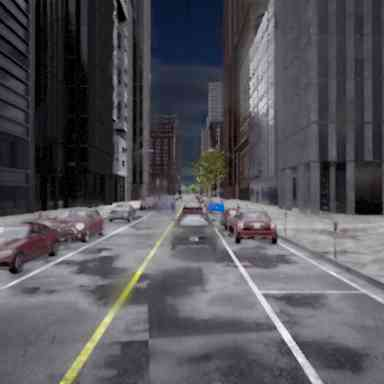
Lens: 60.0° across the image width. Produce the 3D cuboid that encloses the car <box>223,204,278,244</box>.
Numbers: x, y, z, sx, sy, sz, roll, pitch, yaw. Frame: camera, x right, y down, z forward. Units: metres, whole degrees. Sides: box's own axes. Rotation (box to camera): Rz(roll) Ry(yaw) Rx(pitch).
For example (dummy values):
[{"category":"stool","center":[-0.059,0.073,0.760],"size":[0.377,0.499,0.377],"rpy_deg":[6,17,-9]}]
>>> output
[{"category":"car","center":[2.842,1.543,16.432],"size":[1.967,1.590,4.097],"rpy_deg":[0,0,0]}]

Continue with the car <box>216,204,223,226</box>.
[{"category":"car","center":[2.836,1.718,22.072],"size":[1.802,1.307,4.206],"rpy_deg":[0,0,0]}]

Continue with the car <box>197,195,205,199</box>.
[{"category":"car","center":[2.787,1.814,72.832],"size":[1.967,1.590,4.097],"rpy_deg":[0,0,0]}]

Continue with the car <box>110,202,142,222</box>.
[{"category":"car","center":[-5.695,1.720,27.726],"size":[2.008,1.369,4.403],"rpy_deg":[0,0,0]}]

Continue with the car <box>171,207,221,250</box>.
[{"category":"car","center":[0.080,1.618,14.787],"size":[1.812,1.442,4.674],"rpy_deg":[0,0,0]}]

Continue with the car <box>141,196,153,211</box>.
[{"category":"car","center":[-5.710,1.570,44.646],"size":[2.192,1.841,5.009],"rpy_deg":[0,0,0]}]

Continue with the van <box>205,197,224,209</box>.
[{"category":"van","center":[2.821,1.571,38.992],"size":[1.690,1.788,3.998],"rpy_deg":[0,0,0]}]

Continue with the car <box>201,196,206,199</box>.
[{"category":"car","center":[2.811,1.828,56.116],"size":[1.752,1.417,4.829],"rpy_deg":[0,0,1]}]

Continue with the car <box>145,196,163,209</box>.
[{"category":"car","center":[-5.716,1.595,50.286],"size":[2.192,1.841,5.009],"rpy_deg":[0,0,0]}]

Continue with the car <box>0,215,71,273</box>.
[{"category":"car","center":[-5.679,1.649,10.808],"size":[1.802,1.307,4.206],"rpy_deg":[0,0,0]}]

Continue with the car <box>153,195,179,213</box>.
[{"category":"car","center":[-3.135,1.460,41.017],"size":[2.150,2.045,5.566],"rpy_deg":[0,0,0]}]

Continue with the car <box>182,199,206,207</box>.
[{"category":"car","center":[0.063,1.665,30.981],"size":[1.882,1.535,5.008],"rpy_deg":[0,0,0]}]

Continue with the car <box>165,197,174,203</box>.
[{"category":"car","center":[-5.750,1.999,84.116],"size":[1.947,1.339,4.313],"rpy_deg":[0,0,0]}]

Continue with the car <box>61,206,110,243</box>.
[{"category":"car","center":[-5.684,1.542,16.448],"size":[1.967,1.590,4.097],"rpy_deg":[0,0,0]}]

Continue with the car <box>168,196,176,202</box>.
[{"category":"car","center":[-5.762,1.944,95.395],"size":[1.967,1.590,4.097],"rpy_deg":[0,0,0]}]

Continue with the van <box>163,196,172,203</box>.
[{"category":"van","center":[-5.744,1.744,78.478],"size":[1.690,1.788,3.998],"rpy_deg":[0,0,0]}]
